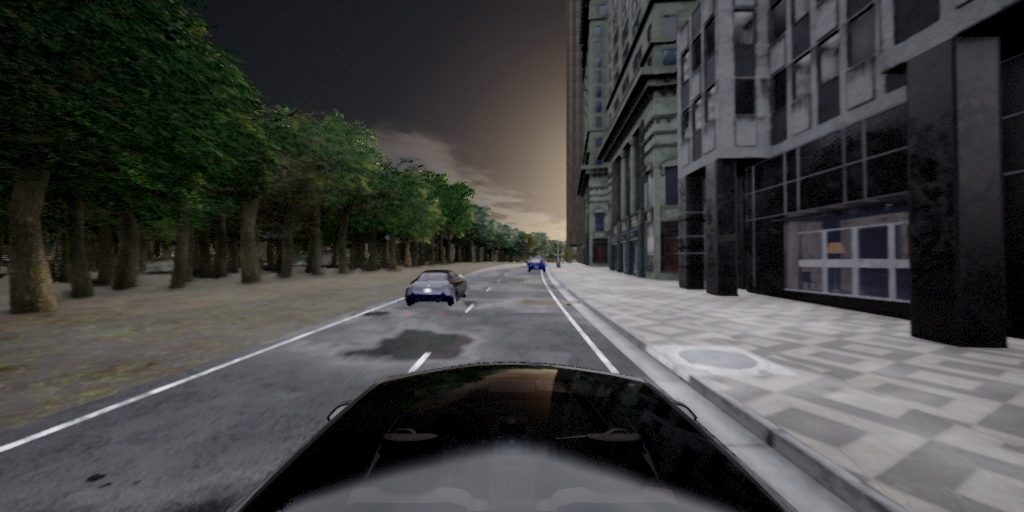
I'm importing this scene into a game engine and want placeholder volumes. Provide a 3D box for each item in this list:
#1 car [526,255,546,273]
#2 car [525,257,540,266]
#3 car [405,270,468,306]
[{"bbox_3d":[2.752,0.994,39.895,1.882,1.535,5.008,0,1,5],"label":"car"},{"bbox_3d":[3.381,0.873,59.203,2.128,1.511,4.902,0,0,7],"label":"car"},{"bbox_3d":[-3.158,1.282,15.663,1.994,1.385,4.181,0,0,2],"label":"car"}]
